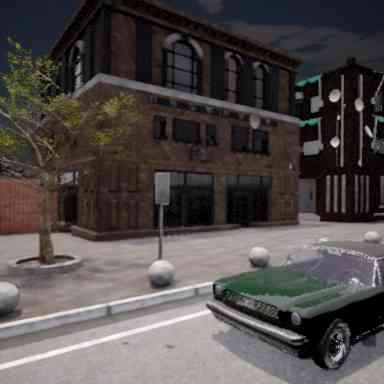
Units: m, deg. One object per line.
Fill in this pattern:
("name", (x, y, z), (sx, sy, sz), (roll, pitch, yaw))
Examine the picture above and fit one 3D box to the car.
("car", (2.570, 1.601, 5.804), (4.718, 1.301, 1.895), (0, 0, -35))
